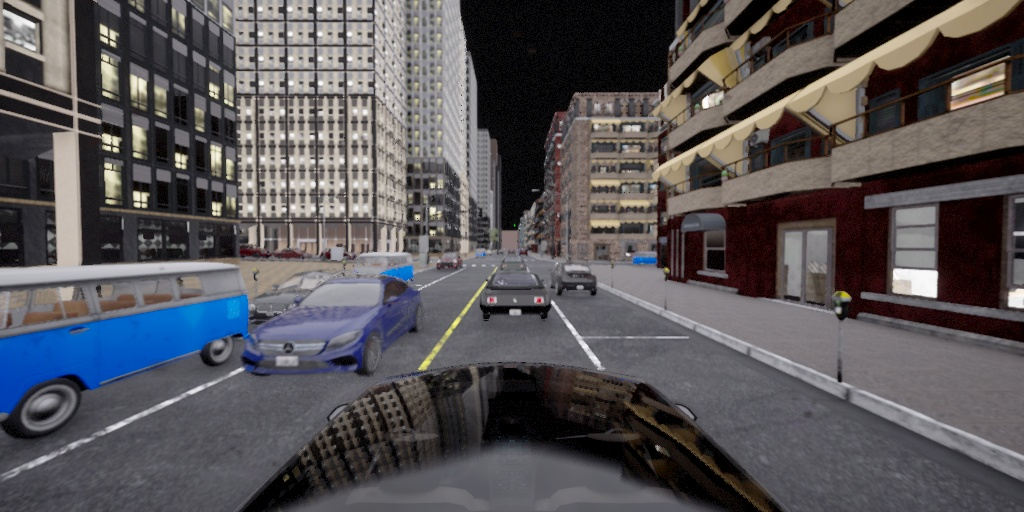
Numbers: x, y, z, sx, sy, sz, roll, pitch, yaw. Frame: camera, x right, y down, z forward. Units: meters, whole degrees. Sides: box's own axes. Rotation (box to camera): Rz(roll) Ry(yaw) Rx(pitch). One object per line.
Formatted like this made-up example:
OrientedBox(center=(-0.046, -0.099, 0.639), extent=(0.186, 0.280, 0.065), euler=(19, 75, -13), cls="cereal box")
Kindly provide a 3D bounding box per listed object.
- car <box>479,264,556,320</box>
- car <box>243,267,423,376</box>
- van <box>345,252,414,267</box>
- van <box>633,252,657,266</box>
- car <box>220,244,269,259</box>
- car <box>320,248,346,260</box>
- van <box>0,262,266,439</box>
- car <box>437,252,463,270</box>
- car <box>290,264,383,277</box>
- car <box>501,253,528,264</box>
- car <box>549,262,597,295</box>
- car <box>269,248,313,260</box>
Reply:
OrientedBox(center=(0.089, 1.108, 11.420), extent=(1.895, 1.301, 4.718), euler=(0, 1, 0), cls="car")
OrientedBox(center=(-3.105, 1.136, 7.268), extent=(1.812, 1.442, 4.674), euler=(0, 1, 0), cls="car")
OrientedBox(center=(-5.703, 0.727, 16.285), extent=(1.690, 1.789, 3.998), euler=(0, 0, 0), cls="van")
OrientedBox(center=(16.876, 0.408, 43.967), extent=(3.998, 1.789, 1.690), euler=(0, 0, 0), cls="van")
OrientedBox(center=(-32.332, -0.569, 43.927), extent=(5.009, 1.841, 2.192), euler=(0, 0, 0), cls="car")
OrientedBox(center=(-21.184, -0.230, 43.967), extent=(4.097, 1.591, 1.967), euler=(0, 0, 0), cls="car")
OrientedBox(center=(-5.693, 1.008, 4.991), extent=(1.690, 1.789, 3.998), euler=(0, 0, 0), cls="van")
OrientedBox(center=(-5.718, 0.408, 33.226), extent=(1.967, 1.591, 4.097), euler=(0, 0, 0), cls="car")
OrientedBox(center=(-5.698, 1.077, 10.638), extent=(2.007, 1.370, 4.403), euler=(0, 0, 0), cls="car")
OrientedBox(center=(0.076, 0.702, 27.850), extent=(1.895, 1.301, 4.718), euler=(0, 1, 0), cls="car")
OrientedBox(center=(2.678, 0.937, 16.292), extent=(2.007, 1.370, 4.403), euler=(0, 0, 0), cls="car")
OrientedBox(center=(-26.758, -0.195, 43.947), extent=(4.207, 1.307, 1.802), euler=(0, 0, 0), cls="car")
